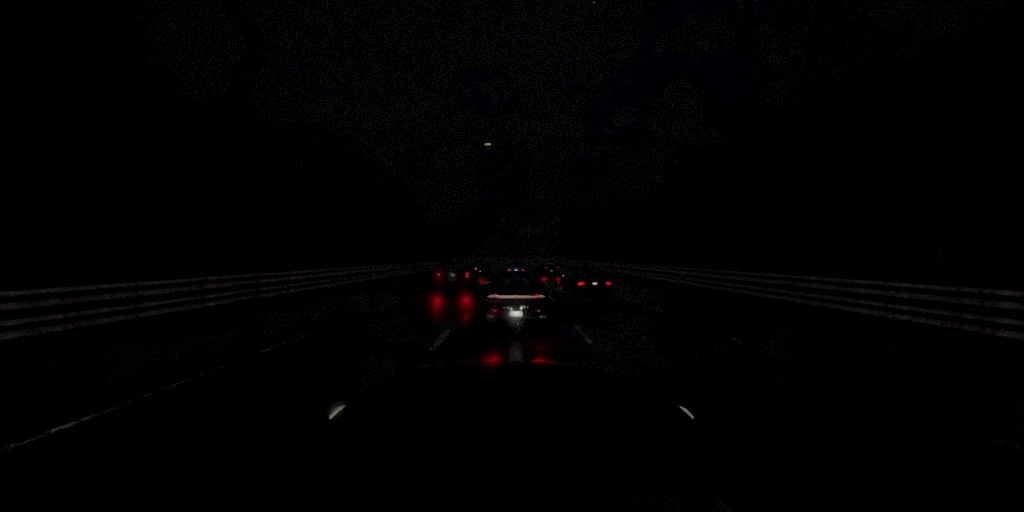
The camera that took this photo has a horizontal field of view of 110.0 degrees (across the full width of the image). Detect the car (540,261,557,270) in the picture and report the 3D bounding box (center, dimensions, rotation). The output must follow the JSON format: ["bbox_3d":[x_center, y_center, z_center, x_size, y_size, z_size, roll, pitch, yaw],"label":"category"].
[{"bbox_3d":[3.904,1.267,37.569,1.812,1.442,4.674,0,0,1],"label":"car"}]

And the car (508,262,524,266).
[{"bbox_3d":[0.369,1.289,33.498,2.033,1.411,5.357,0,0,1],"label":"car"}]

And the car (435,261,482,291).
[{"bbox_3d":[-3.233,1.097,21.856,2.097,1.767,4.553,0,0,1],"label":"car"}]

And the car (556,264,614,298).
[{"bbox_3d":[3.739,1.293,18.495,2.033,1.411,5.357,0,0,1],"label":"car"}]

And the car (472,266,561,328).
[{"bbox_3d":[0.153,1.240,11.463,2.128,1.511,4.902,0,0,1],"label":"car"}]

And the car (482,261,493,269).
[{"bbox_3d":[-3.101,1.245,37.149,1.837,1.490,4.892,0,0,1],"label":"car"}]
